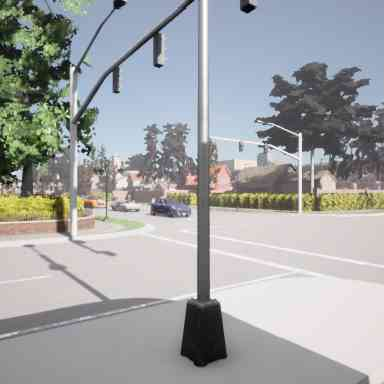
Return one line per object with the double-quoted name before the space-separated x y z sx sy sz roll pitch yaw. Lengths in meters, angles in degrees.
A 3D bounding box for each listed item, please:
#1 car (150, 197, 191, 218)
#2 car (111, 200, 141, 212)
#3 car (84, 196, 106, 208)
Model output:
"car" -2.005 1.352 30.831 2.097 1.767 4.553 0 0 -36
"car" -7.745 1.601 38.770 1.895 1.301 4.718 0 0 -36
"car" -13.631 1.352 46.913 2.097 1.767 4.553 0 0 -36
